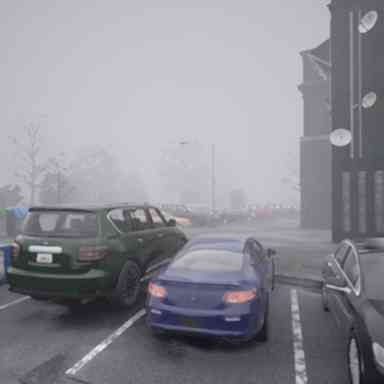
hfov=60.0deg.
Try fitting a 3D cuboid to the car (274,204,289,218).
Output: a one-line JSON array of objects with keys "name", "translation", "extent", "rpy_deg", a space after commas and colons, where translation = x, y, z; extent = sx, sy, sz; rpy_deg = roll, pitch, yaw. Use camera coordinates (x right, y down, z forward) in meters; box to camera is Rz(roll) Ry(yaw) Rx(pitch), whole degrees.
[{"name": "car", "translation": [10.957, 2.881, 48.853], "extent": [5.566, 2.045, 2.435], "rpy_deg": [1, -1, 15]}]

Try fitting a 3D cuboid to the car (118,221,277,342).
[{"name": "car", "translation": [0.614, 1.541, 6.502], "extent": [2.002, 1.452, 4.674], "rpy_deg": [0, -1, 15]}]

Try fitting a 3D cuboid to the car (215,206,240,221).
[{"name": "car", "translation": [2.392, 2.679, 36.503], "extent": [5.008, 1.535, 2.097], "rpy_deg": [1, -1, 15]}]

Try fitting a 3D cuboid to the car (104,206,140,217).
[{"name": "car", "translation": [-10.419, 2.913, 49.851], "extent": [4.792, 1.488, 2.163], "rpy_deg": [0, -2, 15]}]

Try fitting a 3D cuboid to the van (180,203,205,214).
[{"name": "van", "translation": [0.069, 3.213, 64.851], "extent": [4.442, 1.987, 1.878], "rpy_deg": [0, -2, 15]}]

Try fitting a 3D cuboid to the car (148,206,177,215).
[{"name": "car", "translation": [-5.126, 3.208, 57.532], "extent": [4.674, 1.452, 2.002], "rpy_deg": [0, -2, 15]}]

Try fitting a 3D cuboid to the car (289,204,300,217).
[{"name": "car", "translation": [14.437, 3.064, 53.788], "extent": [5.566, 2.045, 2.435], "rpy_deg": [1, -1, 15]}]

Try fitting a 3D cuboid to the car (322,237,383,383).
[{"name": "car", "translation": [3.025, 1.489, 4.789], "extent": [2.231, 1.521, 4.892], "rpy_deg": [0, -1, 16]}]

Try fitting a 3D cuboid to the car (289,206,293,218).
[{"name": "car", "translation": [12.661, 3.253, 51.320], "extent": [4.792, 1.488, 2.163], "rpy_deg": [1, -1, 15]}]

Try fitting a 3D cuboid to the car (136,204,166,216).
[{"name": "car", "translation": [-6.789, 2.951, 55.077], "extent": [4.553, 1.767, 2.185], "rpy_deg": [0, -2, 15]}]

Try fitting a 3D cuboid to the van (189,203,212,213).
[{"name": "van", "translation": [1.762, 3.304, 67.300], "extent": [4.442, 1.987, 1.878], "rpy_deg": [0, -2, 15]}]

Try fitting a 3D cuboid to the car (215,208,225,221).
[{"name": "car", "translation": [0.655, 2.624, 34.025], "extent": [4.674, 1.452, 2.002], "rpy_deg": [1, -1, 15]}]

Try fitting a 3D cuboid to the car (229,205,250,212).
[{"name": "car", "translation": [11.773, 4.074, 82.001], "extent": [4.892, 1.521, 2.231], "rpy_deg": [0, -2, 14]}]

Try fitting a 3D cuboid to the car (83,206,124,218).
[{"name": "car", "translation": [-12.561, 2.779, 47.111], "extent": [5.366, 1.575, 1.946], "rpy_deg": [0, -2, 15]}]

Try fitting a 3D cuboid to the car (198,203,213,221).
[{"name": "car", "translation": [-1.037, 2.234, 31.560], "extent": [5.566, 2.045, 2.435], "rpy_deg": [1, -2, 15]}]

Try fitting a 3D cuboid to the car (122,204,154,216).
[{"name": "car", "translation": [-8.543, 2.862, 52.655], "extent": [4.553, 1.767, 2.185], "rpy_deg": [0, -2, 15]}]

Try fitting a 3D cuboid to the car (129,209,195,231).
[{"name": "car", "translation": [-2.623, 2.379, 29.032], "extent": [5.366, 1.575, 1.946], "rpy_deg": [1, -2, 15]}]

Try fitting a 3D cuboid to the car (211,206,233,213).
[{"name": "car", "translation": [6.753, 3.831, 74.652], "extent": [4.792, 1.488, 2.163], "rpy_deg": [0, -2, 15]}]

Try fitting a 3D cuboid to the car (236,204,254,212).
[{"name": "car", "translation": [13.461, 4.038, 84.457], "extent": [4.553, 1.767, 2.185], "rpy_deg": [0, -2, 14]}]

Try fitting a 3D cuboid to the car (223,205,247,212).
[{"name": "car", "translation": [10.276, 3.979, 79.511], "extent": [5.366, 1.575, 1.946], "rpy_deg": [0, -2, 14]}]

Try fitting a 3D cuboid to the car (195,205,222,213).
[{"name": "car", "translation": [3.522, 3.616, 69.718], "extent": [5.366, 1.575, 1.946], "rpy_deg": [0, -2, 15]}]

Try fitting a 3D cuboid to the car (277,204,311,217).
[{"name": "car", "translation": [17.858, 3.246, 58.724], "extent": [5.566, 2.045, 2.435], "rpy_deg": [1, -1, 15]}]

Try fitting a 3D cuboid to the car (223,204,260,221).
[{"name": "car", "translation": [5.809, 2.735, 41.458], "extent": [4.553, 1.767, 2.185], "rpy_deg": [1, -1, 15]}]

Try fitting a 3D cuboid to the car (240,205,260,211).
[{"name": "car", "translation": [15.089, 4.255, 86.918], "extent": [5.008, 1.535, 2.097], "rpy_deg": [0, -2, 14]}]

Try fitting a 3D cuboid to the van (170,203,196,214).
[{"name": "van", "translation": [-1.623, 3.122, 62.403], "extent": [4.442, 1.987, 1.878], "rpy_deg": [0, -2, 15]}]

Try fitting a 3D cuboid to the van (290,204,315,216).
[{"name": "van", "translation": [21.139, 3.451, 63.691], "extent": [4.442, 1.987, 1.878], "rpy_deg": [1, -1, 15]}]

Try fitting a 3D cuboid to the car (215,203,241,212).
[{"name": "car", "translation": [8.386, 3.641, 77.117], "extent": [5.566, 2.045, 2.435], "rpy_deg": [0, -2, 15]}]

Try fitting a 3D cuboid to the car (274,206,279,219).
[{"name": "car", "translation": [9.237, 3.071, 46.381], "extent": [4.792, 1.488, 2.163], "rpy_deg": [1, -1, 15]}]

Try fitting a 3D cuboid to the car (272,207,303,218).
[{"name": "car", "translation": [16.115, 3.406, 56.251], "extent": [5.008, 1.535, 2.097], "rpy_deg": [1, -1, 15]}]

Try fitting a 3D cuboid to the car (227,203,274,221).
[{"name": "car", "translation": [7.529, 2.700, 43.914], "extent": [5.566, 2.045, 2.435], "rpy_deg": [1, -1, 15]}]

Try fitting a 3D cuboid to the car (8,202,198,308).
[{"name": "car", "translation": [-1.795, 1.263, 8.253], "extent": [2.435, 2.045, 5.566], "rpy_deg": [0, -1, 16]}]

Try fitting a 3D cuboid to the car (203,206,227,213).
[{"name": "car", "translation": [5.003, 3.741, 72.213], "extent": [4.792, 1.488, 2.163], "rpy_deg": [0, -2, 15]}]

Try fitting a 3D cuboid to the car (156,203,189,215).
[{"name": "car", "translation": [-3.459, 3.007, 59.990], "extent": [5.566, 2.045, 2.435], "rpy_deg": [0, -2, 15]}]

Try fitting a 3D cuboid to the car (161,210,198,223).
[{"name": "car", "translation": [-1.379, 2.819, 39.253], "extent": [1.895, 1.301, 4.718], "rpy_deg": [0, -2, 35]}]

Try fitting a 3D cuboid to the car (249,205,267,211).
[{"name": "car", "translation": [18.308, 4.466, 91.872], "extent": [4.792, 1.488, 2.163], "rpy_deg": [0, -2, 13]}]
